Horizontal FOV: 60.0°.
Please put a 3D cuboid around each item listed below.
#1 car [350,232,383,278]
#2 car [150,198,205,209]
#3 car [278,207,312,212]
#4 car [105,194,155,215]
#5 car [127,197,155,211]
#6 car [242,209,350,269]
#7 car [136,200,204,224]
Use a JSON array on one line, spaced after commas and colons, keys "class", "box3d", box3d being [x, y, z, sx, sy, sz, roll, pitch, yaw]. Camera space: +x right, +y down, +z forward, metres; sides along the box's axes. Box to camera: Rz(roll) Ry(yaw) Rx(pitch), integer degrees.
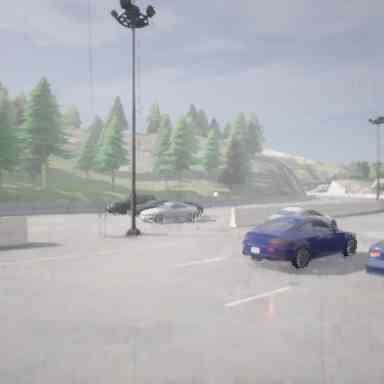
[{"class": "car", "box3d": [6.605, 1.528, 8.907, 5.357, 1.411, 2.033, 0, 0, -39]}, {"class": "car", "box3d": [-1.037, 1.537, 29.911, 4.892, 1.490, 1.837, 0, 0, -41]}, {"class": "car", "box3d": [5.655, 1.505, 17.214, 4.674, 1.442, 1.812, 0, 0, -40]}, {"class": "car", "box3d": [-6.194, 1.224, 34.730, 5.566, 2.045, 2.150, 0, 0, -40]}, {"class": "car", "box3d": [-3.472, 1.514, 32.438, 4.892, 1.490, 1.837, 0, 0, -41]}, {"class": "car", "box3d": [3.640, 1.512, 11.053, 4.674, 1.442, 1.812, 0, 0, -38]}, {"class": "car", "box3d": [-1.639, 1.518, 24.922, 4.674, 1.442, 1.812, 0, 0, -39]}]
